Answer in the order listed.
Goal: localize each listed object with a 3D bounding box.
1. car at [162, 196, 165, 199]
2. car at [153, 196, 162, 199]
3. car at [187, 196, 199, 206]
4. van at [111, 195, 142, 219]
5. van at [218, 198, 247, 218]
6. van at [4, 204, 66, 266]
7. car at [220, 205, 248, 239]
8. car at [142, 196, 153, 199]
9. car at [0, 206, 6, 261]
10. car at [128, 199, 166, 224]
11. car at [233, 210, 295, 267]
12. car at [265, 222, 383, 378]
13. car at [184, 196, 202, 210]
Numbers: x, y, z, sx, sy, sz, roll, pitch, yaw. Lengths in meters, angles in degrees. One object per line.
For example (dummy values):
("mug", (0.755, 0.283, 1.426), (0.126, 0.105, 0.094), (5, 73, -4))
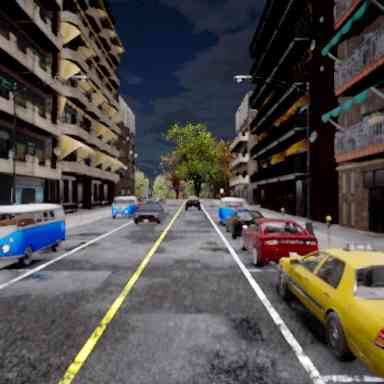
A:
("car", (-5.650, 1.499, 50.821), (2.008, 1.369, 4.403), (1, 0, 0))
("car", (-5.654, 1.518, 45.159), (1.947, 1.339, 4.313), (1, 0, 0))
("car", (0.132, 1.422, 54.779), (1.882, 1.535, 5.008), (0, 0, 0))
("van", (-5.660, 1.308, 28.173), (1.690, 1.788, 3.998), (1, 0, 0))
("van", (2.704, 1.314, 22.468), (1.690, 1.788, 3.998), (1, 0, 0))
("van", (-5.669, 1.328, 11.188), (1.690, 1.788, 3.998), (1, 0, 0))
("car", (2.718, 1.545, 16.807), (1.947, 1.339, 4.313), (1, 0, 0))
("car", (-5.656, 1.277, 33.834), (2.192, 1.841, 5.009), (1, 0, 0))
("car", (-5.672, 1.309, 5.527), (2.192, 1.841, 5.009), (1, 0, 0))
("car", (-2.998, 1.519, 24.522), (2.033, 1.411, 5.357), (0, 0, 0))
("car", (2.711, 1.531, 11.145), (1.887, 1.381, 4.507), (1, 0, 0))
("car", (2.706, 1.518, 5.654), (1.752, 1.417, 4.829), (1, 0, 0))
("car", (0.124, 1.457, 40.838), (1.837, 1.490, 4.892), (0, -1, 0))
